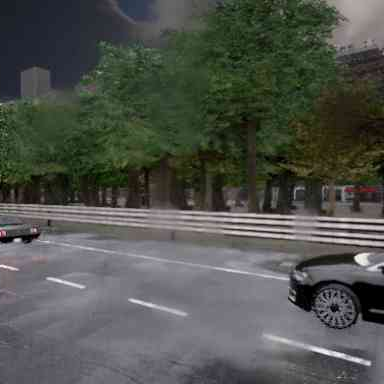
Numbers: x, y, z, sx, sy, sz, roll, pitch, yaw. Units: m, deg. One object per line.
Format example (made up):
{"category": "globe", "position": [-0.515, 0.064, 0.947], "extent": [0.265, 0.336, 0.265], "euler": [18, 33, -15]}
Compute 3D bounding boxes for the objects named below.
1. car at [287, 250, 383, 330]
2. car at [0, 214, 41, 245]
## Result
{"category": "car", "position": [4.044, 1.493, 5.283], "extent": [4.902, 1.511, 2.128], "euler": [0, 0, 36]}
{"category": "car", "position": [-8.651, 1.612, 14.355], "extent": [4.718, 1.301, 1.895], "euler": [0, 0, 36]}
